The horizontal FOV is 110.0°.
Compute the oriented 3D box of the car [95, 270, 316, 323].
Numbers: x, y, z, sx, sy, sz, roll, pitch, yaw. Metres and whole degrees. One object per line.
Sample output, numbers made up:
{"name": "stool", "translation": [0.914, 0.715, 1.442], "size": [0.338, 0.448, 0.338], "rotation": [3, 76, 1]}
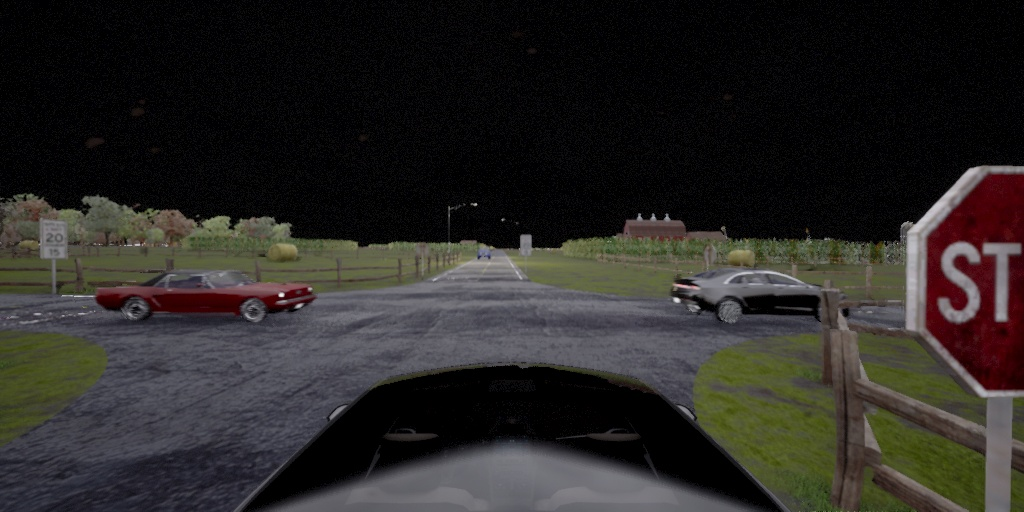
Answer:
{"name": "car", "translation": [-8.226, 1.053, 10.032], "size": [4.718, 1.301, 1.895], "rotation": [1, 0, -3]}

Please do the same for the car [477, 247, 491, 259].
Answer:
{"name": "car", "translation": [-4.809, -0.490, 62.141], "size": [2.150, 2.045, 5.566], "rotation": [0, 1, -2]}

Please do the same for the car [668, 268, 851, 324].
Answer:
{"name": "car", "translation": [7.288, 1.122, 10.722], "size": [4.902, 1.511, 2.128], "rotation": [1, 0, -3]}
